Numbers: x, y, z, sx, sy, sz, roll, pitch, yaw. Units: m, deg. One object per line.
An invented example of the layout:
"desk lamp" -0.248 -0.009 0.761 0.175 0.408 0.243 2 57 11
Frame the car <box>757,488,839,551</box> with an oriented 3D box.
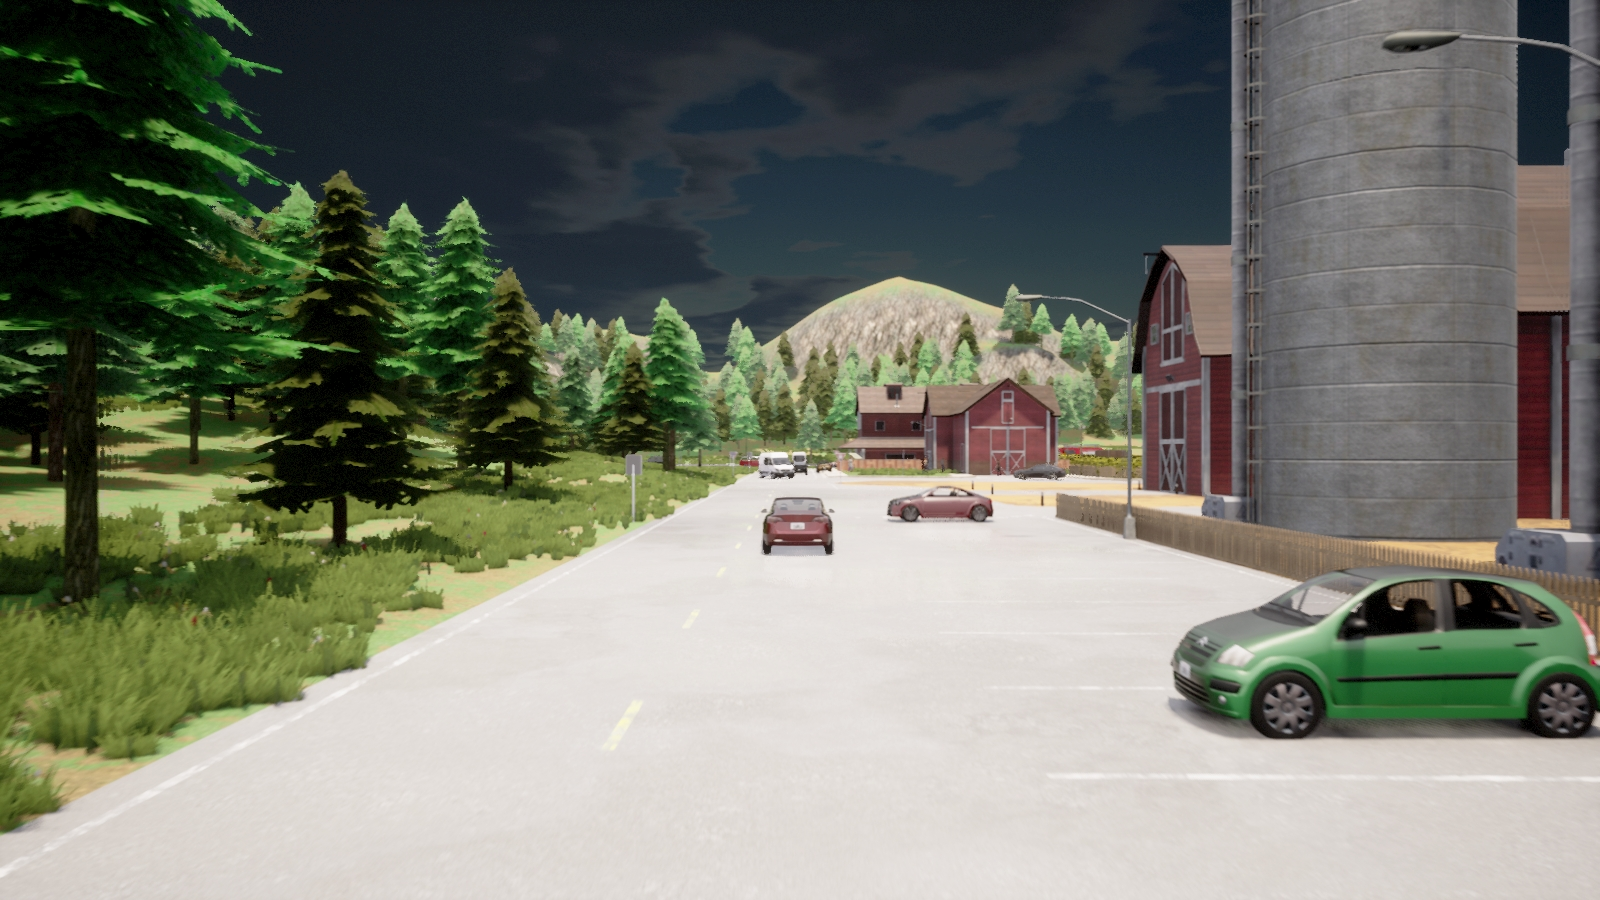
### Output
"car" -0.060 1.923 32.653 2.163 1.488 4.792 0 0 0
